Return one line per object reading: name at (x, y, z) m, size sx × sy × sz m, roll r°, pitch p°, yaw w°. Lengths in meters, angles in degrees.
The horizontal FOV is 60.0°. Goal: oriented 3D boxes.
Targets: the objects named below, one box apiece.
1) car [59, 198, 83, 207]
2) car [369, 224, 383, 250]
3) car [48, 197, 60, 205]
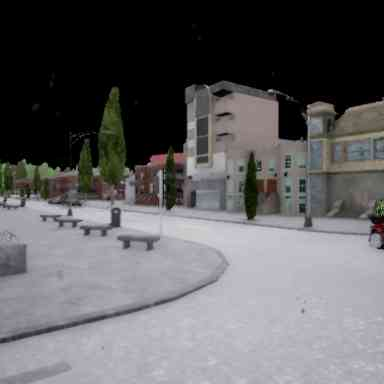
car at (-18.357, 1.604, 50.896) m, size 1.895 × 1.301 × 4.718 m, roll 0°, pitch 0°, yaw -35°
car at (8.083, 1.484, 11.378) m, size 1.882 × 1.535 × 5.008 m, roll 1°, pitch 0°, yaw 0°
car at (-24.159, 1.566, 59.031) m, size 1.994 × 1.385 × 4.181 m, roll 0°, pitch 0°, yaw -35°
